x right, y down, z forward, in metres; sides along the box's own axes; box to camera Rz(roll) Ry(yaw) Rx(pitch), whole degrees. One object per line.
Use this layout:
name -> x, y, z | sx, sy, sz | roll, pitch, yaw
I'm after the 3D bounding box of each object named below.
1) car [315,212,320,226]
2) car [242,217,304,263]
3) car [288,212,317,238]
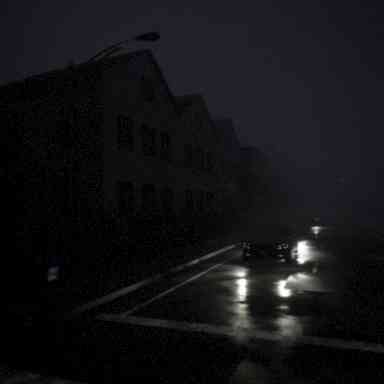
car -> 13.527, 3.015, 38.037 | 1.882, 1.535, 5.008 | -2, -3, 23
car -> 3.622, 2.090, 14.786 | 1.882, 1.535, 5.008 | -2, -3, 23
car -> 7.660, 2.484, 24.338 | 2.128, 1.511, 4.902 | -2, -3, 23
